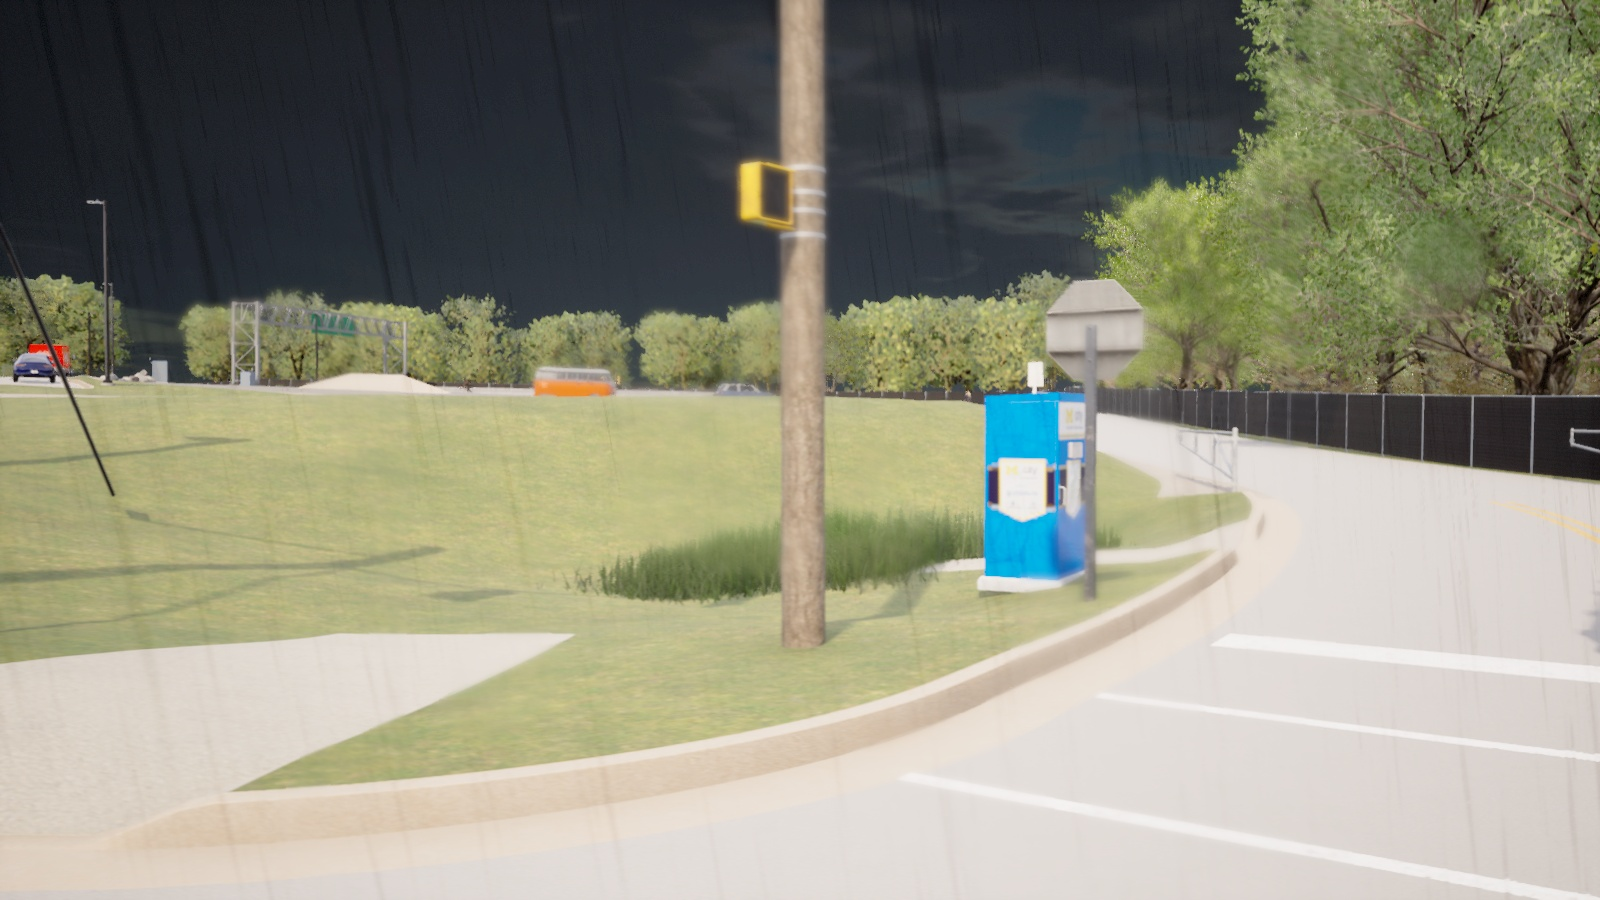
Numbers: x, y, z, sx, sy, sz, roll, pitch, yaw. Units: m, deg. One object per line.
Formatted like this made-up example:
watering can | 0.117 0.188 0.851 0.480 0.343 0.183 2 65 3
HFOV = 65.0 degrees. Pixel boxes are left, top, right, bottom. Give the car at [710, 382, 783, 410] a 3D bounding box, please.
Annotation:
car | -3.162 -3.176 73.634 3.806 1.475 1.970 1 3 -19

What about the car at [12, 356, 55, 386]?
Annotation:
car | -39.459 -4.081 64.646 1.812 1.442 4.674 0 4 -31

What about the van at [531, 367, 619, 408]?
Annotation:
van | -12.210 -3.403 68.240 4.442 1.987 1.775 2 4 -1
